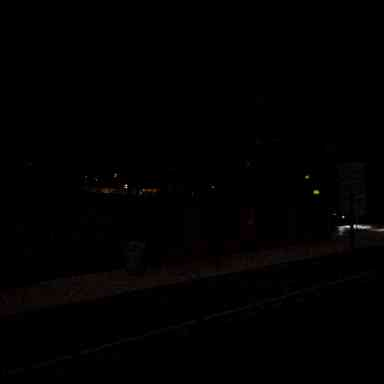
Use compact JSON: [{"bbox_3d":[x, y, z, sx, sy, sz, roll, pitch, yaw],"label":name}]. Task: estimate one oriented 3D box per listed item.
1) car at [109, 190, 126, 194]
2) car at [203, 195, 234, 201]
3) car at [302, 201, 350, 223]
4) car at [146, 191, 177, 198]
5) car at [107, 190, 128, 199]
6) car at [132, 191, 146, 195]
[{"bbox_3d":[-11.950,0.601,51.619,1.812,1.442,4.674,-2,2,-34],"label":"car"},{"bbox_3d":[2.569,1.078,30.422,1.837,1.490,4.892,-2,2,-35],"label":"car"},{"bbox_3d":[8.222,1.338,22.259,1.994,1.385,4.181,-2,2,-36],"label":"car"},{"bbox_3d":[-3.115,0.725,38.659,2.097,1.767,4.553,-2,2,-34],"label":"car"},{"bbox_3d":[-13.088,0.400,58.108,1.837,1.490,4.892,-2,2,-35],"label":"car"},{"bbox_3d":[-7.413,0.571,49.985,2.128,1.511,4.902,-2,2,-35],"label":"car"}]
